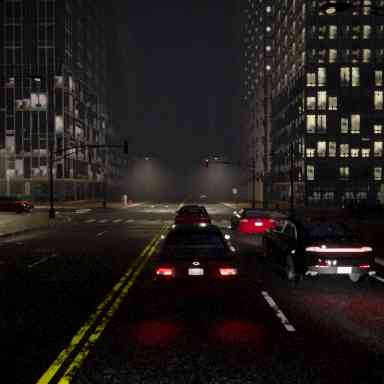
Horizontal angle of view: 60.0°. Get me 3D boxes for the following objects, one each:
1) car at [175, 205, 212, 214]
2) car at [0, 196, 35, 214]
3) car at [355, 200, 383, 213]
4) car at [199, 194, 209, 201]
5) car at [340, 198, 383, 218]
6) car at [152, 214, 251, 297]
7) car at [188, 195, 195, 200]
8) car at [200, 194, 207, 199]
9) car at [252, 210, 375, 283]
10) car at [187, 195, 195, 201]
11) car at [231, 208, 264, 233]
[{"bbox_3d":[0.066,1.468,18.576,1.882,1.535,5.008,0,0,1],"label":"car"},{"bbox_3d":[-18.277,1.206,33.292,4.553,1.767,2.097,1,1,1],"label":"car"},{"bbox_3d":[21.730,1.642,38.515,4.829,1.417,1.752,1,0,1],"label":"car"},{"bbox_3d":[3.080,1.513,81.425,1.895,1.301,4.718,0,0,0],"label":"car"},{"bbox_3d":[16.139,1.519,30.217,5.009,1.841,2.192,1,0,1],"label":"car"},{"bbox_3d":[0.083,1.544,8.755,2.033,1.411,5.357,0,0,0],"label":"car"},{"bbox_3d":[-0.194,1.459,92.857,1.994,1.385,4.181,0,0,0],"label":"car"},{"bbox_3d":[3.059,1.266,91.397,1.812,1.442,4.674,0,0,0],"label":"car"},{"bbox_3d":[3.329,1.487,9.669,2.128,1.511,4.902,0,0,0],"label":"car"},{"bbox_3d":[-0.173,1.519,82.767,1.895,1.301,4.718,0,0,0],"label":"car"},{"bbox_3d":[3.311,1.554,18.470,1.994,1.385,4.181,0,0,0],"label":"car"}]
